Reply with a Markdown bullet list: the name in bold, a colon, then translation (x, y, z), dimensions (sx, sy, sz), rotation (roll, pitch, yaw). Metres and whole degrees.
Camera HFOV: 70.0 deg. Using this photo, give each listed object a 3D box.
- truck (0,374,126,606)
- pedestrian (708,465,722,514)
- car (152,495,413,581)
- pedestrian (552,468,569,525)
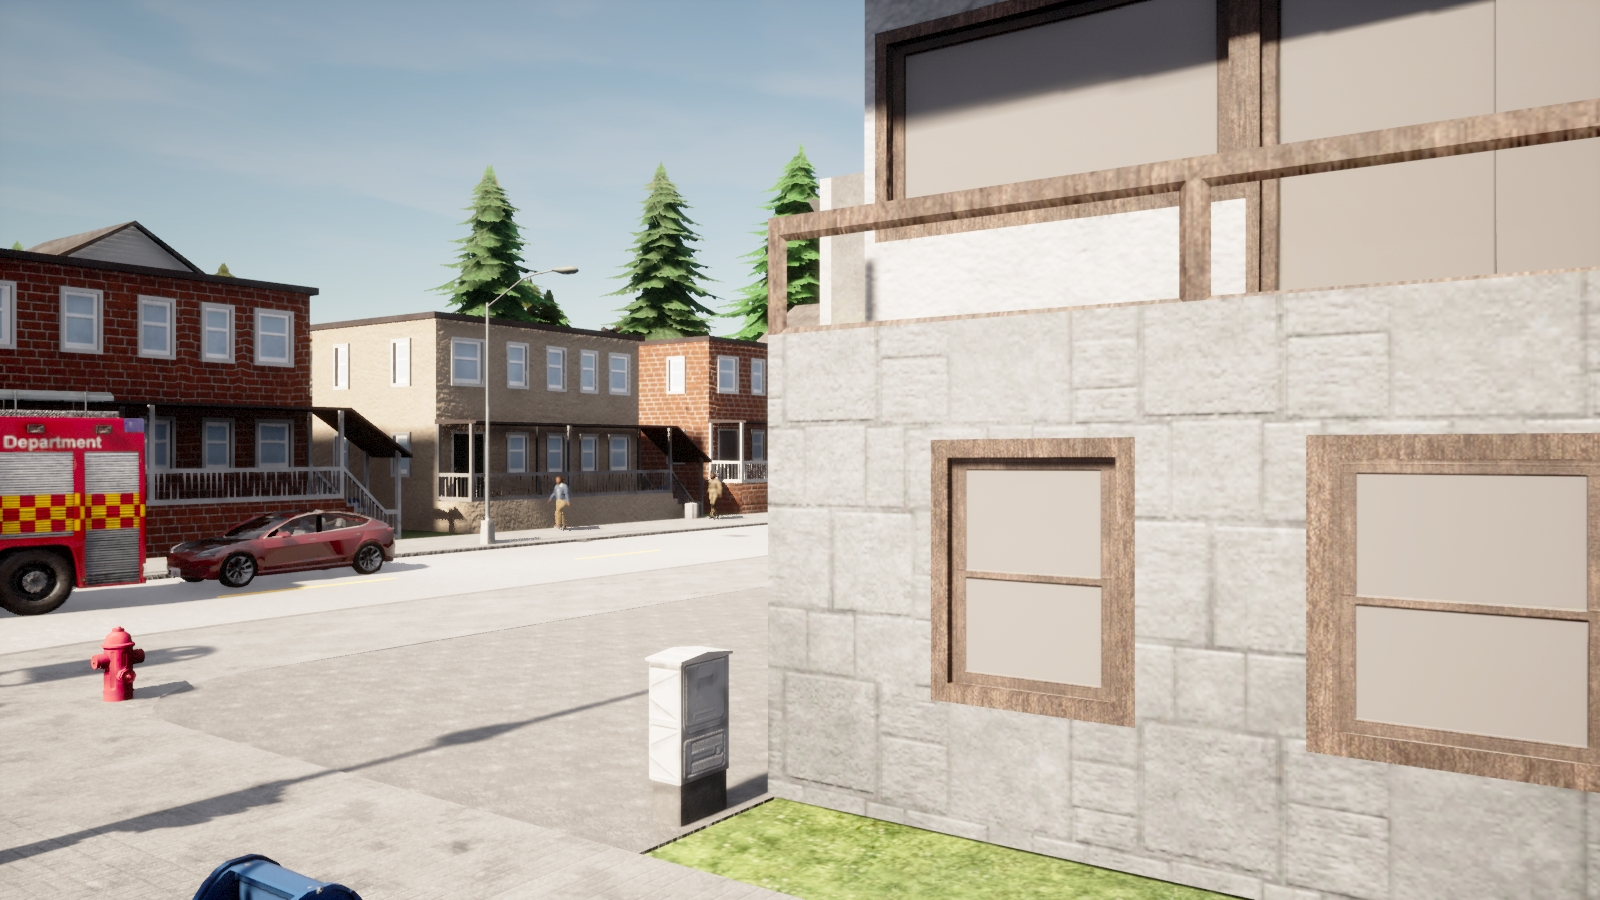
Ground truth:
- **truck**: translation (-15.872, 0.669, 18.108), dimensions (2.891, 3.827, 8.468), rotation (0, 0, 44)
- **pedestrian**: translation (-3.260, 1.524, 43.850), dimensions (0.375, 1.860, 0.375), rotation (0, 0, 32)
- **car**: translation (-11.216, 1.843, 25.109), dimensions (2.163, 1.488, 4.792), rotation (0, 0, 35)
- **pedestrian**: translation (-7.922, 1.524, 37.774), dimensions (0.375, 1.860, 0.375), rotation (0, 0, 35)
